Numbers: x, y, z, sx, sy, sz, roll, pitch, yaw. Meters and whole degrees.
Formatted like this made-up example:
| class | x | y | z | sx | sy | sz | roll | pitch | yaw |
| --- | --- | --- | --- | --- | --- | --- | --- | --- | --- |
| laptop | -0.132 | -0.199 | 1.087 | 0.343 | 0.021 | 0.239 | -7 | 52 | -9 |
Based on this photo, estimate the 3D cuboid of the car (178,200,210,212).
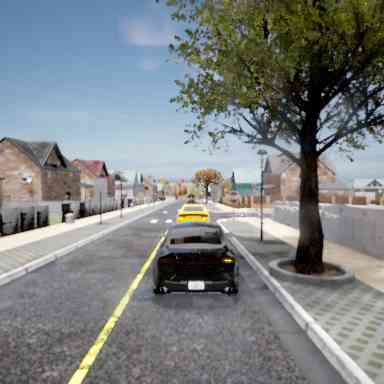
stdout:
| class | x | y | z | sx | sy | sz | roll | pitch | yaw |
| --- | --- | --- | --- | --- | --- | --- | --- | --- | --- |
| car | 0.116 | 1.521 | 20.929 | 1.882 | 1.535 | 5.008 | 0 | 0 | 1 |

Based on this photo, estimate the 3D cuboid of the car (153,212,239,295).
| class | x | y | z | sx | sy | sz | roll | pitch | yaw |
| --- | --- | --- | --- | --- | --- | --- | --- | --- | --- |
| car | 0.082 | 1.515 | 8.717 | 1.837 | 1.490 | 4.892 | 0 | 0 | 0 |

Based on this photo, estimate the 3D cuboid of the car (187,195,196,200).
| class | x | y | z | sx | sy | sz | roll | pitch | yaw |
| --- | --- | --- | --- | --- | --- | --- | --- | --- | --- |
| car | -0.158 | 2.032 | 75.884 | 1.895 | 1.301 | 4.718 | 0 | -1 | 0 |
